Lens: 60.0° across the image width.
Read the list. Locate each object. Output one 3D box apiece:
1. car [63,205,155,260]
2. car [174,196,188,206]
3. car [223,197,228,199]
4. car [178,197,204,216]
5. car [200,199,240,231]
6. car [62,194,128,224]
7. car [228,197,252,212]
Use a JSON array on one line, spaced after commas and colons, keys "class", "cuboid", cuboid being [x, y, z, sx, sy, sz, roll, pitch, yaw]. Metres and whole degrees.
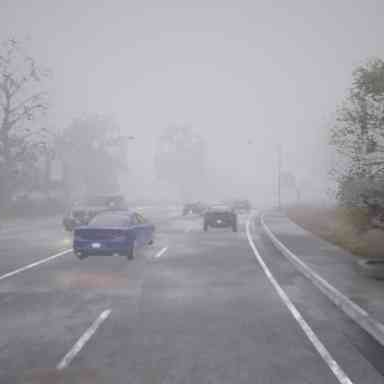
[{"class": "car", "cuboid": [-2.680, 1.456, 12.518, 1.882, 1.535, 5.008, 0, 0, 5]}, {"class": "car", "cuboid": [-1.256, 1.424, 51.265, 2.128, 1.511, 4.902, 0, 0, 20]}, {"class": "car", "cuboid": [6.873, 1.572, 62.067, 2.033, 1.411, 5.357, 0, 0, 24]}, {"class": "car", "cuboid": [0.442, 1.475, 31.766, 1.837, 1.490, 4.892, 0, 0, 13]}, {"class": "car", "cuboid": [1.860, 1.466, 20.660, 1.882, 1.535, 5.008, 0, 0, 9]}, {"class": "car", "cuboid": [-5.534, 1.181, 20.008, 2.150, 2.045, 5.566, 0, 0, 8]}, {"class": "car", "cuboid": [5.803, 1.479, 38.525, 2.128, 1.511, 4.902, 0, 0, 16]}]
